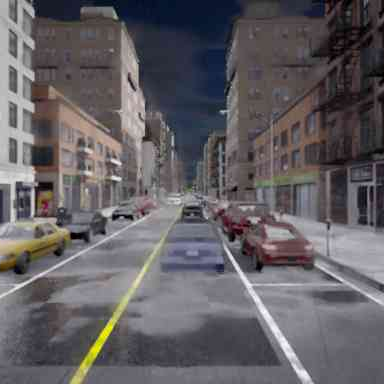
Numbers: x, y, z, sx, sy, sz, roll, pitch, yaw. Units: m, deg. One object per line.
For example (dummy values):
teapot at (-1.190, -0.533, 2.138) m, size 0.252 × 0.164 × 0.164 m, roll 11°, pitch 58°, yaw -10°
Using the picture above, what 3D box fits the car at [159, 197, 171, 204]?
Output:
car at (-5.479, 1.686, 67.604) m, size 2.008 × 1.369 × 4.403 m, roll 0°, pitch 0°, yaw 0°

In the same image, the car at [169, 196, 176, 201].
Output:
car at (-5.518, 1.732, 94.480) m, size 2.008 × 1.369 × 4.403 m, roll 0°, pitch 0°, yaw 0°

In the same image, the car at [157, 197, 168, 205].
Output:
car at (-5.472, 1.707, 61.922) m, size 1.802 × 1.307 × 4.206 m, roll 0°, pitch 0°, yaw 0°

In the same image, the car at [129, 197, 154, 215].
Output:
car at (-5.432, 1.385, 33.514) m, size 2.192 × 1.841 × 5.009 m, roll 0°, pitch 0°, yaw 0°

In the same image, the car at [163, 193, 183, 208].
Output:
car at (-2.901, 1.328, 51.844) m, size 2.150 × 2.045 × 5.566 m, roll 0°, pitch 0°, yaw 0°

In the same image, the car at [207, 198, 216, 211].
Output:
car at (2.600, 1.500, 27.848) m, size 1.967 × 1.590 × 4.097 m, roll 0°, pitch 0°, yaw 0°

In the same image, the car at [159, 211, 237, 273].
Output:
car at (0.032, 1.573, 10.775) m, size 2.033 × 1.411 × 5.357 m, roll 0°, pitch 0°, yaw 0°

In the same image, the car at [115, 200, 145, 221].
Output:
car at (-5.425, 1.625, 27.832) m, size 1.947 × 1.339 × 4.313 m, roll 0°, pitch 0°, yaw 0°

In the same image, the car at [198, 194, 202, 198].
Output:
car at (2.553, 1.652, 62.105) m, size 1.752 × 1.417 × 4.829 m, roll 0°, pitch 0°, yaw 0°

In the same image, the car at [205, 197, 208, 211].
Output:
car at (2.585, 1.633, 39.210) m, size 2.008 × 1.369 × 4.403 m, roll 0°, pitch 0°, yaw 0°

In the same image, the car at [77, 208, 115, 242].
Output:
car at (-5.409, 1.602, 16.469) m, size 1.947 × 1.339 × 4.313 m, roll 0°, pitch 0°, yaw 0°

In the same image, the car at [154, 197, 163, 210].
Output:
car at (-5.448, 1.533, 44.877) m, size 1.967 × 1.590 × 4.097 m, roll 0°, pitch 0°, yaw 0°

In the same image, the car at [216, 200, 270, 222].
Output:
car at (2.616, 1.352, 16.486) m, size 2.192 × 1.841 × 5.009 m, roll 0°, pitch 0°, yaw 0°

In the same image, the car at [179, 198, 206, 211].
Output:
car at (0.032, 1.570, 29.649) m, size 1.837 × 1.490 × 4.892 m, roll 0°, pitch 0°, yaw 0°

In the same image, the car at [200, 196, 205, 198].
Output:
car at (2.569, 1.671, 50.573) m, size 1.947 × 1.339 × 4.313 m, roll 0°, pitch 0°, yaw 0°

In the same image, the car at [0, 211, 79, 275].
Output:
car at (-5.401, 1.550, 10.617) m, size 1.752 × 1.417 × 4.829 m, roll 0°, pitch 0°, yaw 0°

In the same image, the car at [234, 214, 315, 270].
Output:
car at (2.624, 1.608, 10.804) m, size 1.802 × 1.307 × 4.206 m, roll 0°, pitch 0°, yaw 0°
